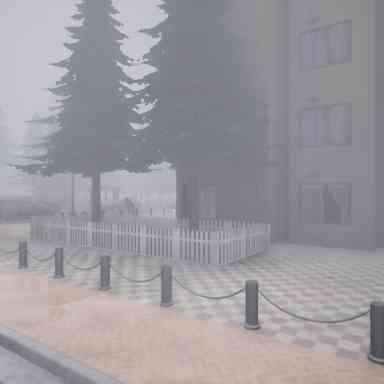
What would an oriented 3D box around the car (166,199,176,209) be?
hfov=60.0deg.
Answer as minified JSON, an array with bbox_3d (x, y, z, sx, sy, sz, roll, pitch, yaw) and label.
[{"bbox_3d":[-1.574,1.510,45.053,1.812,1.442,4.674,0,0,37],"label":"car"}]

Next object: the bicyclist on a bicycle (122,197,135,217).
[{"bbox_3d":[-5.309,1.285,27.828,1.656,1.620,0.582,0,0,37],"label":"bicyclist on a bicycle"}]

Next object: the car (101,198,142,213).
[{"bbox_3d":[-7.788,1.462,36.924,1.882,1.535,5.008,0,0,37],"label":"car"}]

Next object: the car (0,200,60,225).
[{"bbox_3d":[-12.570,1.337,24.526,2.097,1.767,4.553,0,0,37],"label":"car"}]
